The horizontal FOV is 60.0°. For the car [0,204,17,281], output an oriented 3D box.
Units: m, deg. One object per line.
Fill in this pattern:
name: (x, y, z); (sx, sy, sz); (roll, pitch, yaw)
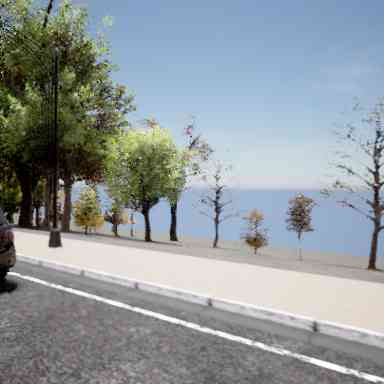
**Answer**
car: (-6.657, 1.178, 8.412); (5.566, 2.045, 2.150); (0, 0, 36)
